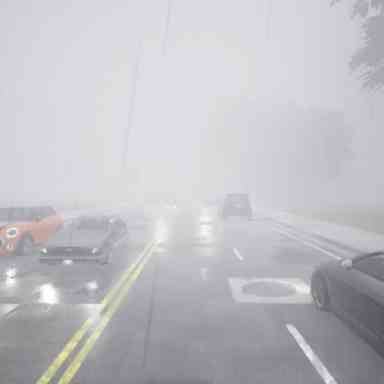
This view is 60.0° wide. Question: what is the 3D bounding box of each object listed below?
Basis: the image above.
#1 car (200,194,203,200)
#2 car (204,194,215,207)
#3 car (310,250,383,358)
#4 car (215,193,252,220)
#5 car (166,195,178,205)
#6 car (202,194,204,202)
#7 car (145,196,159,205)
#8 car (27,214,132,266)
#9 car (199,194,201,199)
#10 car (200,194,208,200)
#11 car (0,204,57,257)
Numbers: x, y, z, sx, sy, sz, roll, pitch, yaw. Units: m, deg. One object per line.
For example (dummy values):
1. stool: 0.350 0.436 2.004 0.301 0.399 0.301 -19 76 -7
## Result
1. car: 3.253 1.321 70.682 1.882 1.535 5.008 0 0 0
2. car: 3.252 1.339 48.707 2.163 1.488 4.792 0 0 0
3. car: 3.350 1.540 4.975 1.994 1.385 4.181 0 0 0
4. car: 3.351 1.109 26.605 2.150 2.045 5.566 0 0 0
5. car: -3.301 1.321 55.052 2.128 1.511 4.902 0 0 0
6. car: 3.253 1.357 59.680 1.812 1.442 4.674 0 0 0
7. car: -6.548 1.356 55.168 1.812 1.442 4.674 0 0 0
8. car: -3.351 1.494 11.632 2.033 1.411 5.357 0 0 0
9. car: 3.254 1.322 81.875 1.801 1.575 5.366 0 0 0
10. car: 3.254 1.408 92.719 2.163 1.488 4.792 0 0 0
11. car: -6.599 1.294 12.646 2.097 1.767 4.553 0 0 0
